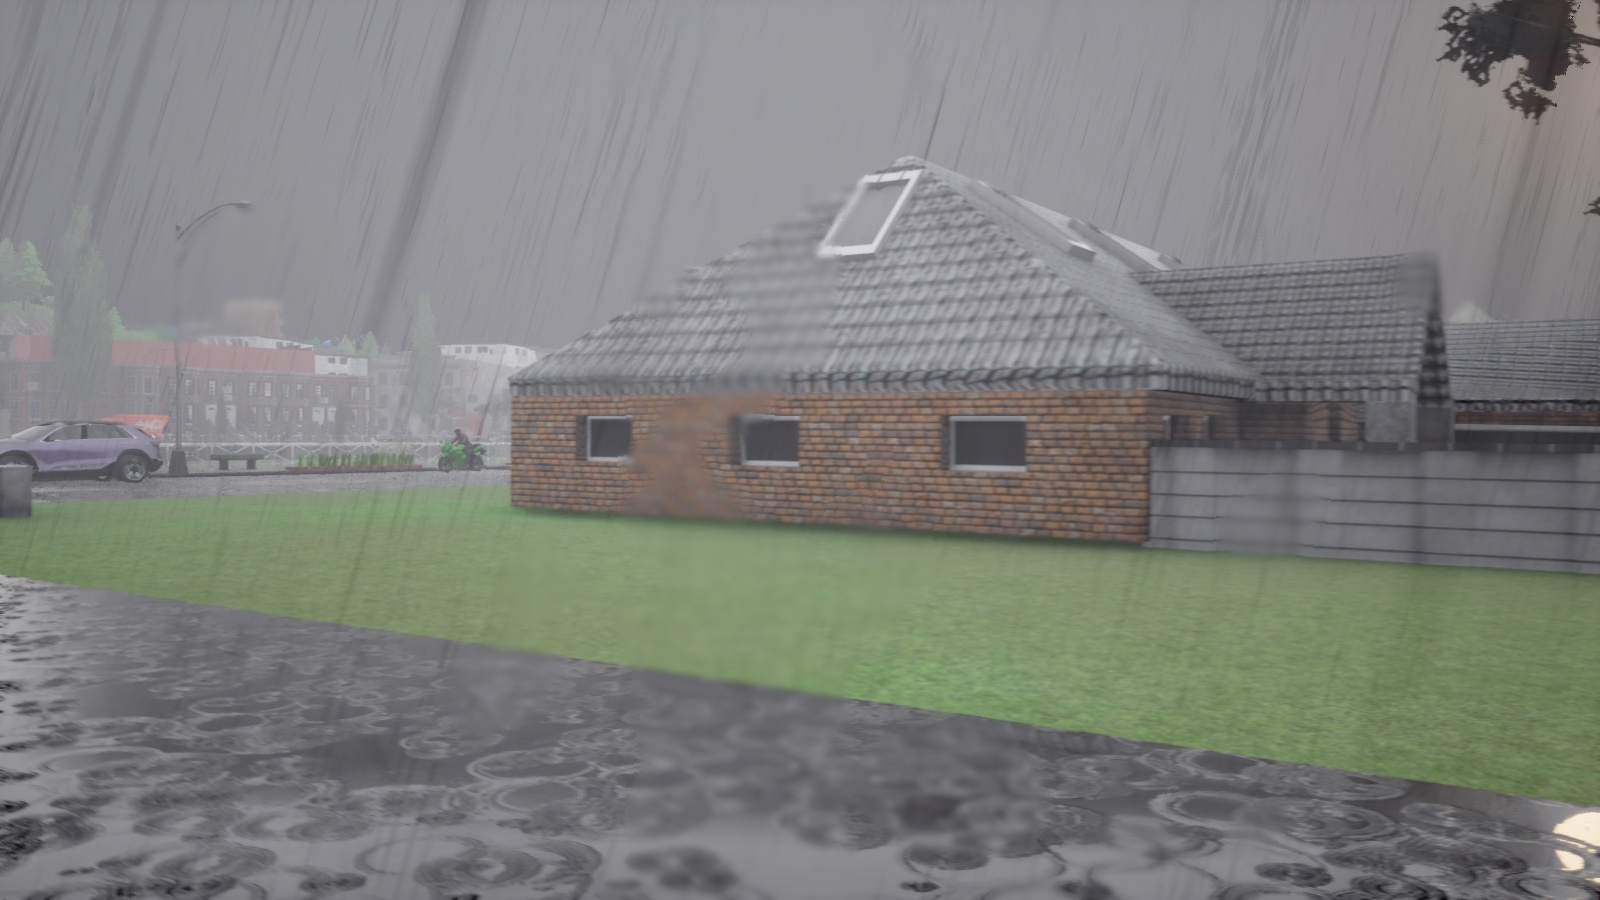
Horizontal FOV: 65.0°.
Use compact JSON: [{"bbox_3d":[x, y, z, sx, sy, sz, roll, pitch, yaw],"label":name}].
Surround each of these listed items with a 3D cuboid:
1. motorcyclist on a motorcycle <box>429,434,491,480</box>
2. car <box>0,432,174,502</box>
[{"bbox_3d":[-11.653,0.231,43.101,0.797,1.523,2.044,0,1,34],"label":"motorcyclist on a motorcycle"},{"bbox_3d":[-18.945,0.395,32.124,2.033,1.649,4.856,0,1,34],"label":"car"}]
